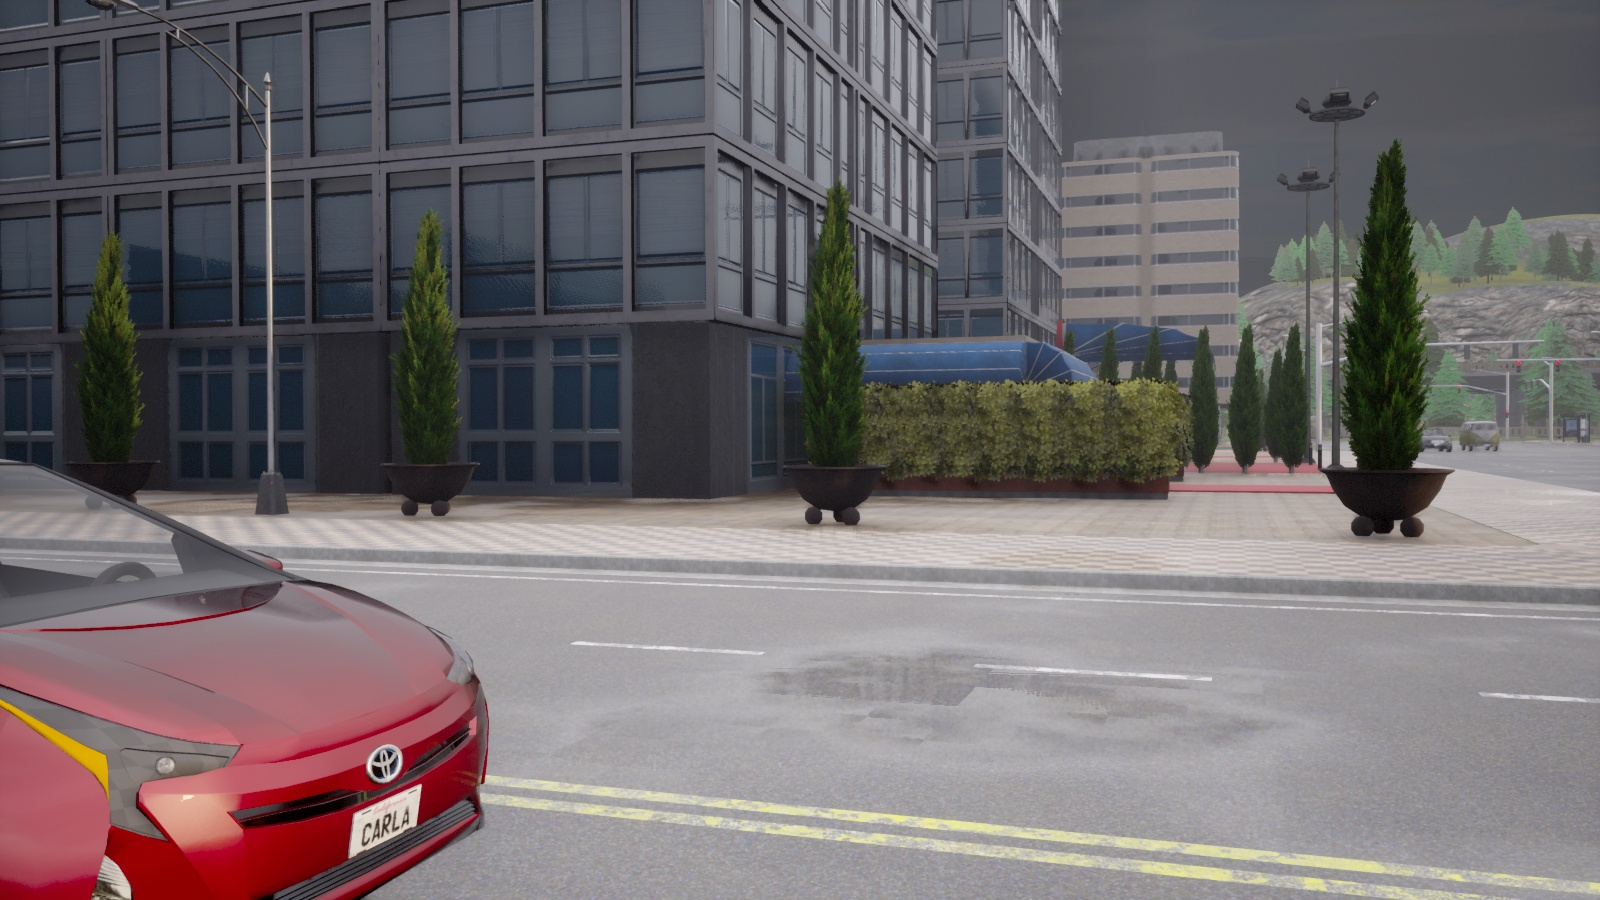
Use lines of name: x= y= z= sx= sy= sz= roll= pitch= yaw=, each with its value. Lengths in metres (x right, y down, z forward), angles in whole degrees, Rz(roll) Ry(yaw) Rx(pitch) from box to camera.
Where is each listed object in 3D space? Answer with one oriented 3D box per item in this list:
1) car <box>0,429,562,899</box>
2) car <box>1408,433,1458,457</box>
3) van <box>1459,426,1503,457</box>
car: x=-3.322 y=0.692 z=4.311 sx=4.514 sy=1.525 sz=2.007 roll=1 pitch=1 yaw=19
car: x=40.067 y=-0.342 z=79.638 sx=2.128 sy=1.511 sz=4.902 roll=1 pitch=1 yaw=18
van: x=44.734 y=-0.576 z=82.613 sx=1.775 sy=1.987 sz=4.442 roll=1 pitch=1 yaw=18
